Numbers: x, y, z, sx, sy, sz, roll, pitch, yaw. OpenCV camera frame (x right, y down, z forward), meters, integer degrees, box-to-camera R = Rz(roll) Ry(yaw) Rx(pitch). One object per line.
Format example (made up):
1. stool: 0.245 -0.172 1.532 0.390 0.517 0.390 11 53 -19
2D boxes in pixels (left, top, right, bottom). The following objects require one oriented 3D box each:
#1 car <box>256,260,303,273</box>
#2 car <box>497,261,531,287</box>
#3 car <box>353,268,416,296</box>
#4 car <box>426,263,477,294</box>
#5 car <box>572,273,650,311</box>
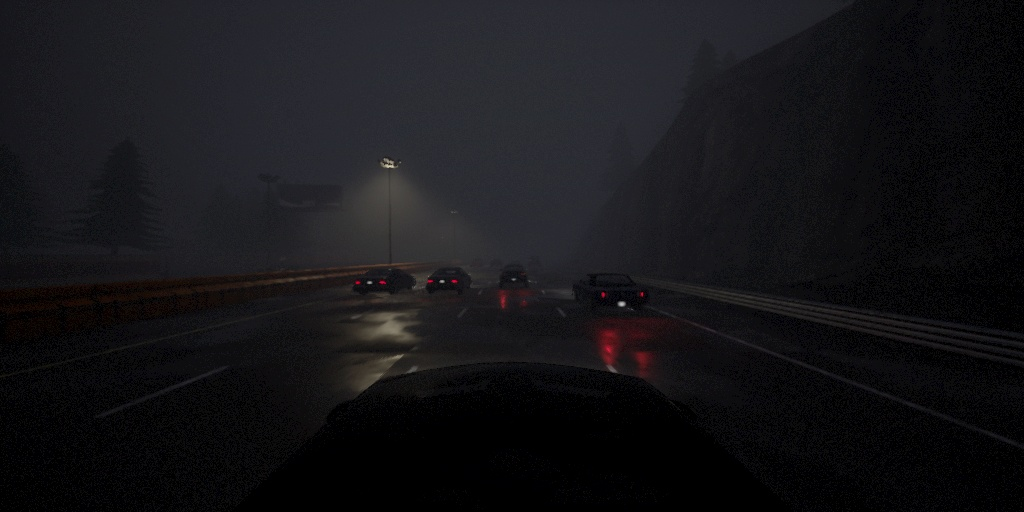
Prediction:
1. car: -20.886 1.097 32.338 1.994 1.385 4.181 0 0 1
2. car: 0.135 1.281 24.734 1.812 1.442 4.674 -1 0 0
3. car: -6.975 1.360 20.112 2.033 1.411 5.357 0 0 0
4. car: -3.481 1.331 20.455 2.033 1.411 5.357 0 0 0
5. car: 3.652 1.324 14.227 1.895 1.301 4.718 0 0 -1
